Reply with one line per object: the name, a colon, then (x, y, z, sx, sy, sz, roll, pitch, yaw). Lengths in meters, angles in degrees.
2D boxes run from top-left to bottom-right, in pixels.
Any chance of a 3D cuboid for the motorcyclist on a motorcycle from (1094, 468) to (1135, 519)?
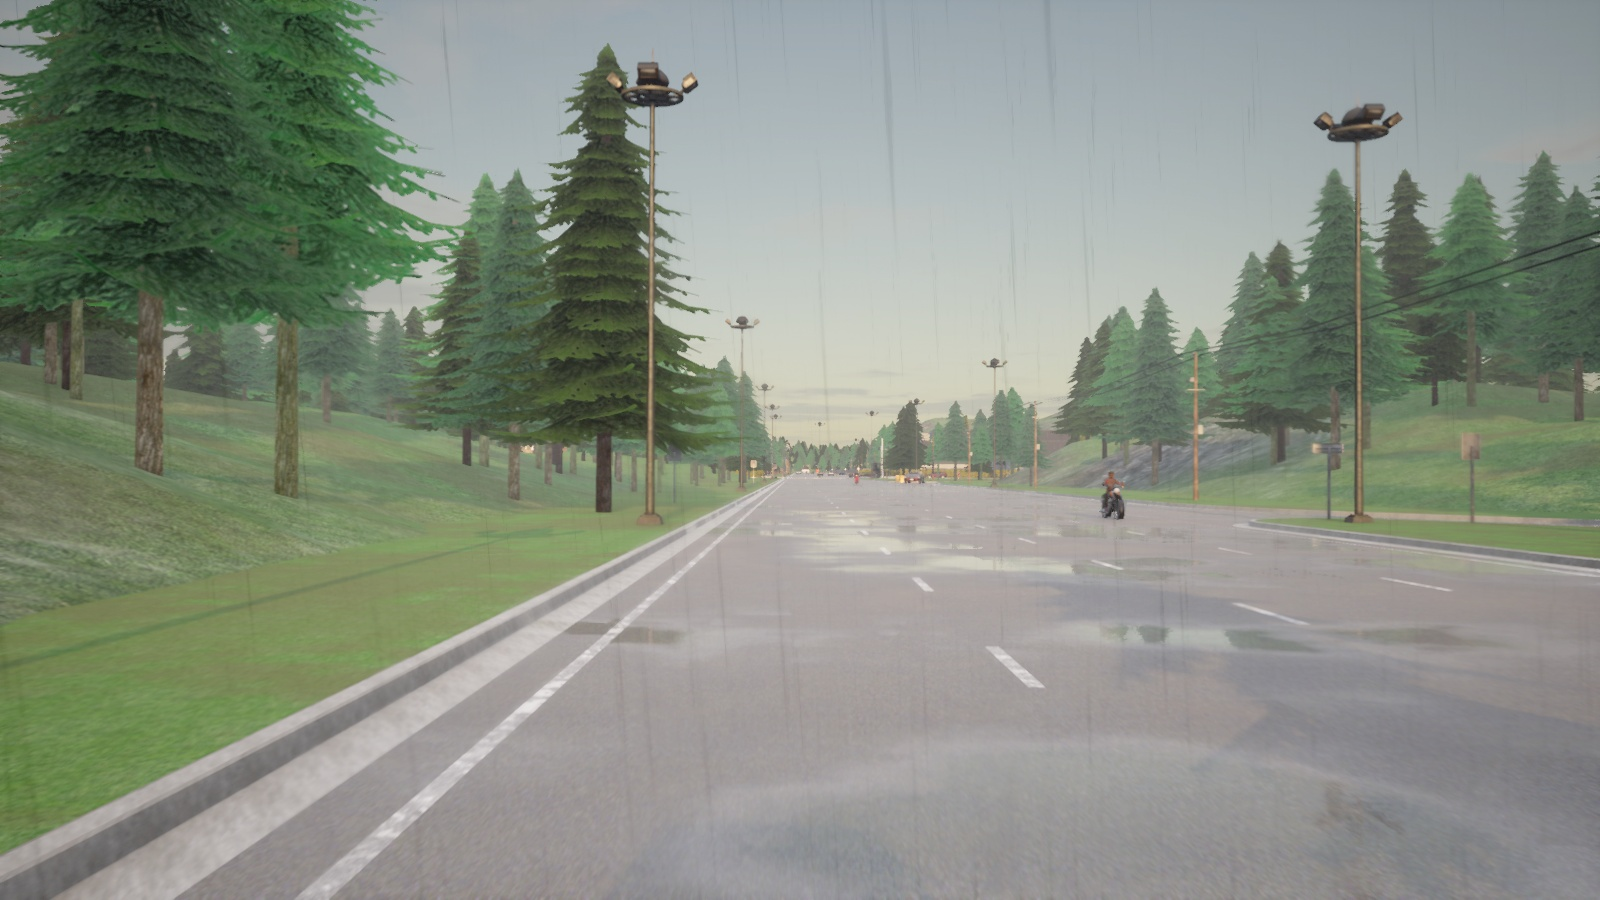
motorcyclist on a motorcycle: (10.399, 1.420, 41.590, 0.766, 1.649, 2.350, 0, -1, 0)
